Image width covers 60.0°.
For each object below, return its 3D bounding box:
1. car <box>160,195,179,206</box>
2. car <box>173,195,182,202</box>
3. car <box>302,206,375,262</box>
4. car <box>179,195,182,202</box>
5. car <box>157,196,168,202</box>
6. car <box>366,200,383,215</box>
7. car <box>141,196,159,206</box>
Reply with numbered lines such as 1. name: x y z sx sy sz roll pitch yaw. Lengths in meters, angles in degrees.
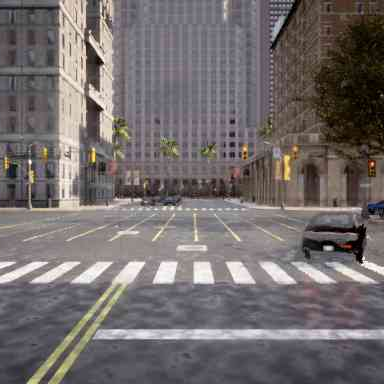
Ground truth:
1. car: -3.641 1.547 55.052 2.033 1.411 5.357 0 0 0
2. car: -3.396 1.500 78.217 1.837 1.490 4.892 0 0 1
3. car: 5.384 1.494 12.266 2.128 1.511 4.902 -1 -1 30
4. car: -3.531 1.493 66.783 2.128 1.511 4.902 0 0 1
5. car: -6.898 1.552 78.059 1.994 1.385 4.181 0 0 1
6. car: 19.441 1.478 32.923 5.008 1.535 1.882 0 0 2
7. car: -7.134 1.491 54.290 2.128 1.511 4.902 0 0 0
